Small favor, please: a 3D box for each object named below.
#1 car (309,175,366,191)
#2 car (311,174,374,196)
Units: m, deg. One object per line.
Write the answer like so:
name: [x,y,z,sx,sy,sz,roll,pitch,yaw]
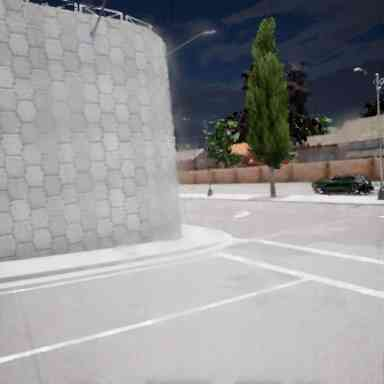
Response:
car: [14.064,-0.862,32.340,1.895,1.301,4.718,-8,5,-36]
car: [12.725,-0.706,28.266,2.097,1.767,4.553,-8,5,-36]
